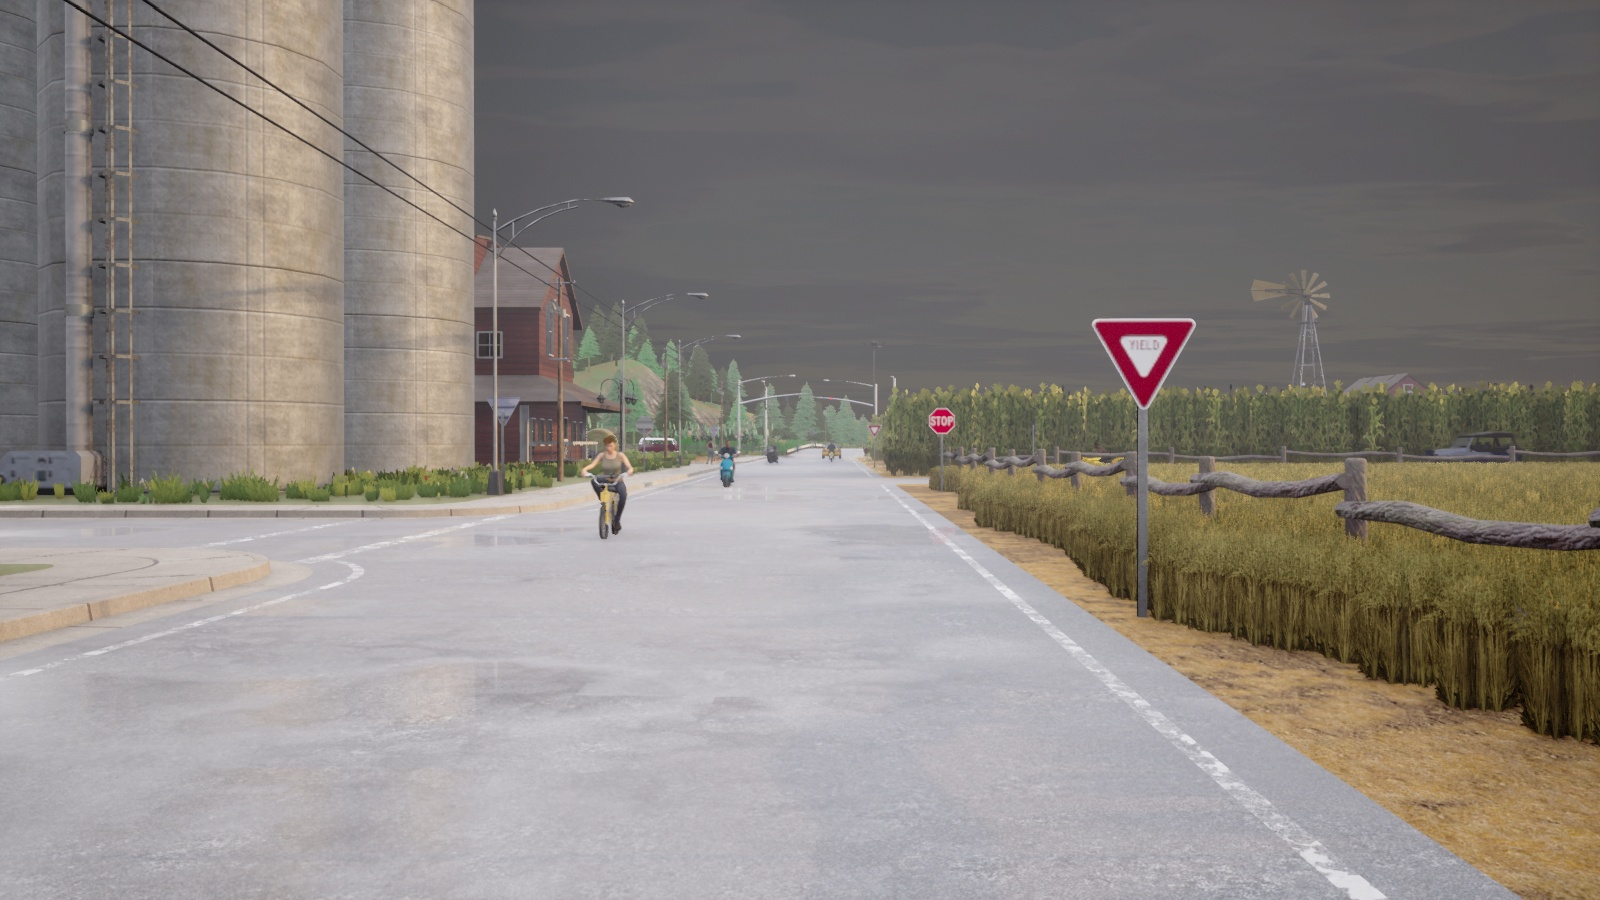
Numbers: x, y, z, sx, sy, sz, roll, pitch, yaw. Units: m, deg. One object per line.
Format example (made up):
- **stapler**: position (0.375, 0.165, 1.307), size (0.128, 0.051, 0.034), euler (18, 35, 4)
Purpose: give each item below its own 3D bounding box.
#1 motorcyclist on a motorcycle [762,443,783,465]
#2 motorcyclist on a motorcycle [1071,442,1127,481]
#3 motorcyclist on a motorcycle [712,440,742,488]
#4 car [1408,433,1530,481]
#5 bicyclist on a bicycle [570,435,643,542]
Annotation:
- **motorcyclist on a motorcycle**: position (-1.959, 0.272, 89.930), size (0.866, 1.530, 2.191), euler (-1, 0, 17)
- **motorcyclist on a motorcycle**: position (12.055, 0.451, 50.649), size (2.044, 1.523, 0.797), euler (0, 0, 2)
- **motorcyclist on a motorcycle**: position (-2.438, 0.460, 42.198), size (0.866, 1.590, 1.817), euler (0, 1, 1)
- **car**: position (26.726, 0.260, 50.243), size (3.866, 1.878, 1.905), euler (0, 0, 2)
- **bicyclist on a bicycle**: position (-3.000, 0.570, 19.644), size (0.866, 1.612, 1.509), euler (0, 0, 2)
